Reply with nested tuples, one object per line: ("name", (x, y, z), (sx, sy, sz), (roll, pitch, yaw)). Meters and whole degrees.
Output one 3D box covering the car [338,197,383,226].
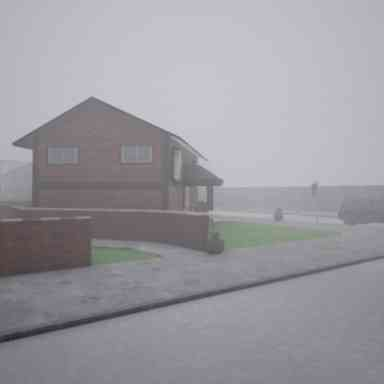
("car", (13.185, 1.439, 23.396), (2.150, 2.045, 5.566), (1, 1, -36))
